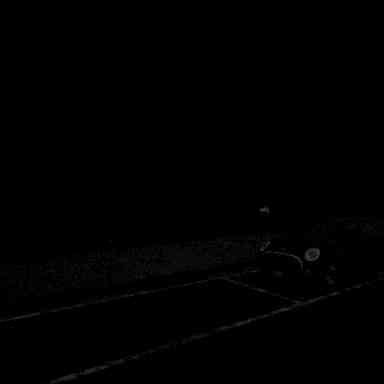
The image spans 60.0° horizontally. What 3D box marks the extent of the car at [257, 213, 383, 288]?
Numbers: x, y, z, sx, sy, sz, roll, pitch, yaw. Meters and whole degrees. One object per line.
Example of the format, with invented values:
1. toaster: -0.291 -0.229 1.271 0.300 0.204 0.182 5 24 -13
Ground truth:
1. car: 3.693 1.439 9.158 4.097 1.590 1.967 0 0 -35
